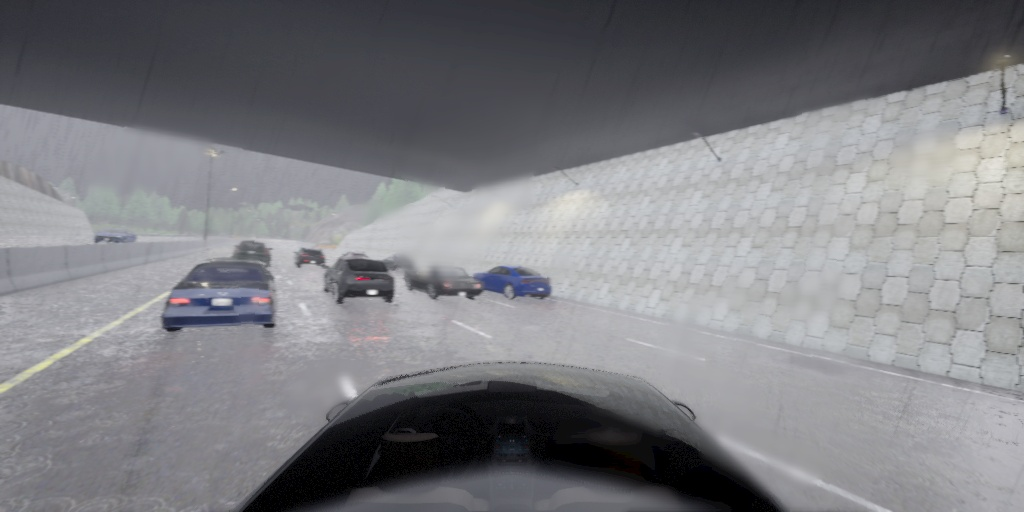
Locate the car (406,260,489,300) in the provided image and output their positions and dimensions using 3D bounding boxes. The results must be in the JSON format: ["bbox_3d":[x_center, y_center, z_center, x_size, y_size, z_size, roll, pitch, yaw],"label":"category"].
[{"bbox_3d":[-3.170,1.096,15.771,1.895,1.301,4.718,4,0,-35],"label":"car"}]

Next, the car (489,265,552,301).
[{"bbox_3d":[-0.150,1.190,17.557,1.882,1.535,5.008,4,0,-35],"label":"car"}]

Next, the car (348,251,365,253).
[{"bbox_3d":[-13.220,0.267,30.319,1.812,1.442,4.674,4,0,-35],"label":"car"}]

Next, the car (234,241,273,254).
[{"bbox_3d":[-18.174,-0.260,25.236,2.097,1.767,4.553,4,0,-35],"label":"car"}]

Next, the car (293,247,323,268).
[{"bbox_3d":[-15.492,0.085,27.486,1.837,1.490,4.892,4,0,-35],"label":"car"}]

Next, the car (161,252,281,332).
[{"bbox_3d":[-6.782,0.791,8.700,2.033,1.411,5.357,4,0,-35],"label":"car"}]

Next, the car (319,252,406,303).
[{"bbox_3d":[-5.808,0.812,13.449,1.837,1.490,4.892,4,0,-35],"label":"car"}]

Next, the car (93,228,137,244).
[{"bbox_3d":[-36.388,-1.819,33.019,1.882,1.535,5.008,4,0,-35],"label":"car"}]

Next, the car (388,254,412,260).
[{"bbox_3d":[-10.140,0.527,32.029,1.994,1.385,4.181,4,0,-35],"label":"car"}]
